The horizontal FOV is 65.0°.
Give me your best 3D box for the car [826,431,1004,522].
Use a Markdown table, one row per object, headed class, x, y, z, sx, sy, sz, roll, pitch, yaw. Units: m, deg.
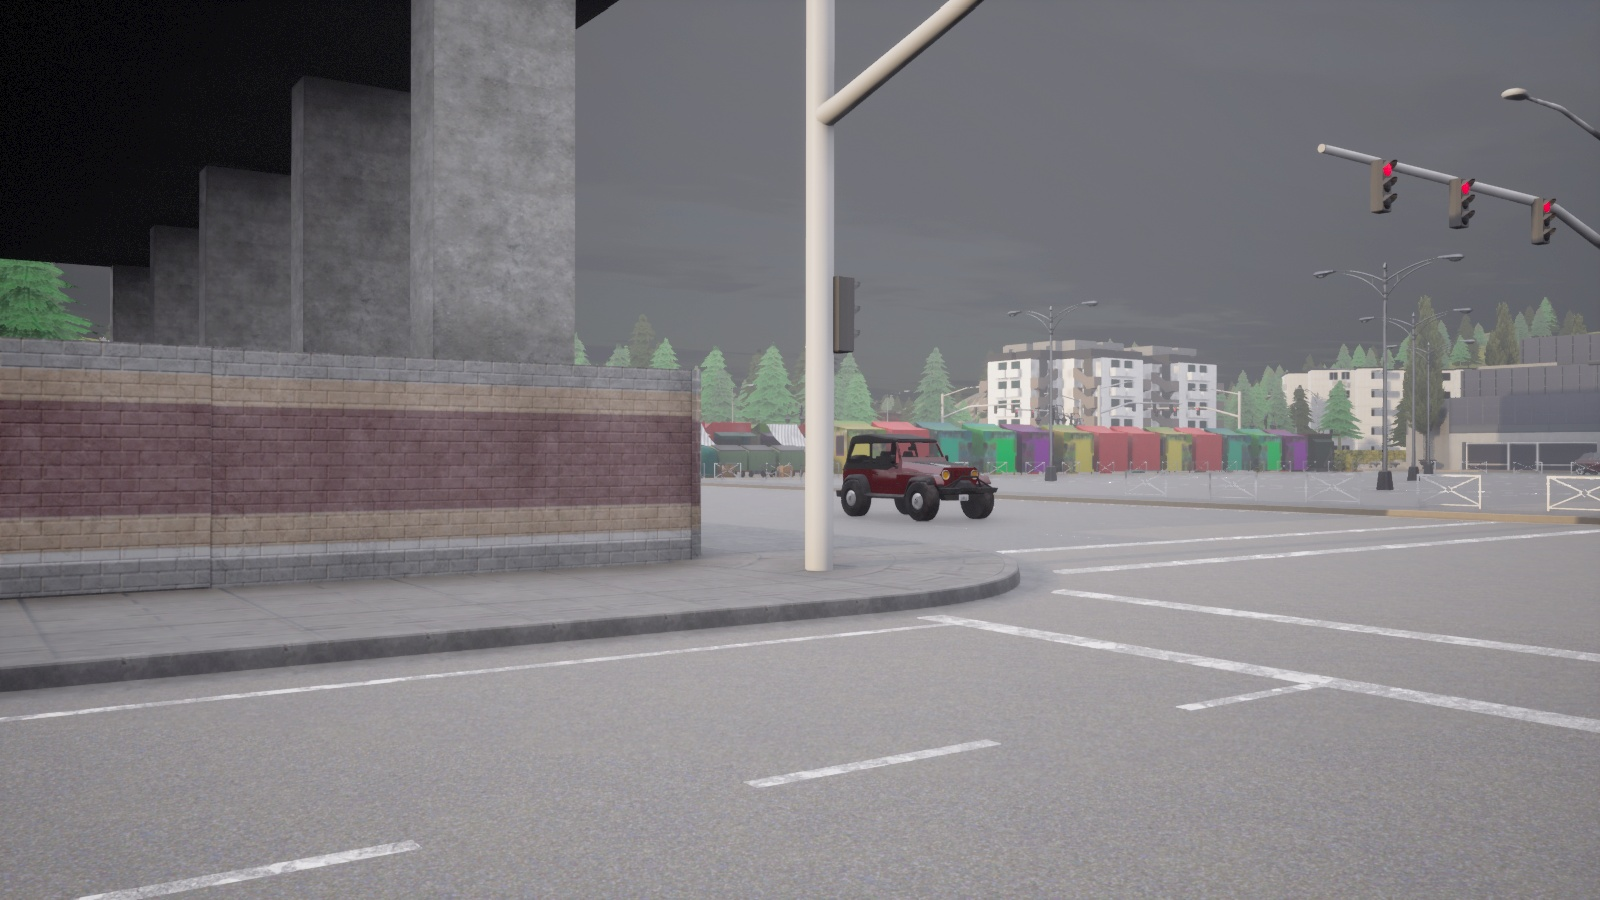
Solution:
| class | x | y | z | sx | sy | sz | roll | pitch | yaw |
| --- | --- | --- | --- | --- | --- | --- | --- | --- | --- |
| car | 2.491 | 0.549 | 28.043 | 1.905 | 1.878 | 3.866 | 0 | 0 | -35 |
